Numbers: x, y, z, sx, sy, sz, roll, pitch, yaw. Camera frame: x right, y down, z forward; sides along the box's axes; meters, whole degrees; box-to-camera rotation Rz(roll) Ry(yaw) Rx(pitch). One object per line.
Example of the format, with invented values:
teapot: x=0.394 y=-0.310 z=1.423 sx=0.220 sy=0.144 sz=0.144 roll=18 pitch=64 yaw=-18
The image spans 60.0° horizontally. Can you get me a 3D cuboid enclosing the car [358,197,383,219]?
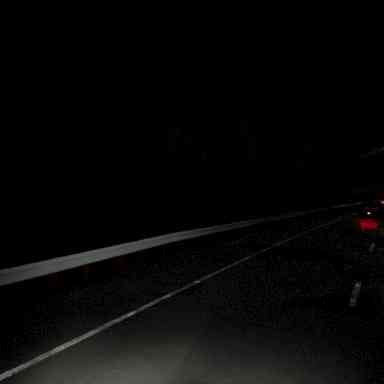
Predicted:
car: x=16.079 y=1.505 z=29.588 sx=1.837 sy=1.490 sz=4.892 roll=0 pitch=0 yaw=35

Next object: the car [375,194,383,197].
car: x=22.143 y=1.221 z=38.120 sx=2.150 sy=2.045 sz=5.566 roll=0 pitch=0 yaw=36
